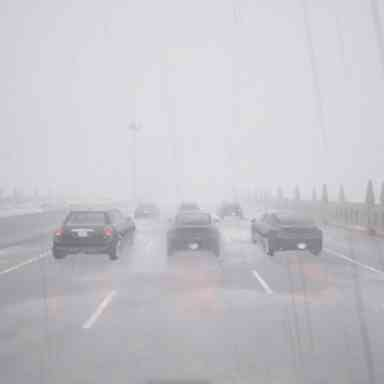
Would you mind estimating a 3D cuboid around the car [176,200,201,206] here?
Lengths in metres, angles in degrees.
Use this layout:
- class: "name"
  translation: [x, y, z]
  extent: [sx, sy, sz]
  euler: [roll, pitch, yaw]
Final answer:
- class: "car"
  translation: [-0.298, 1.486, 28.607]
  extent: [1.837, 1.490, 4.892]
  euler: [0, 0, -1]

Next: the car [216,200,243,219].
- class: "car"
  translation: [3.203, 1.486, 28.685]
  extent: [1.837, 1.490, 4.892]
  euler: [0, 0, -1]

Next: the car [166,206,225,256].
- class: "car"
  translation: [0.035, 1.496, 13.106]
  extent: [1.837, 1.490, 4.892]
  euler: [0, 0, 0]

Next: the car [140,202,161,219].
- class: "car"
  translation: [-3.807, 1.545, 28.896]
  extent: [1.994, 1.385, 4.181]
  euler: [0, 0, -1]

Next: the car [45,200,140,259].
- class: "car"
  translation: [-3.465, 1.345, 12.628]
  extent: [2.097, 1.767, 4.553]
  euler: [0, 0, 0]

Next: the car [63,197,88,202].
- class: "car"
  translation: [-14.911, 1.449, 43.911]
  extent: [1.882, 1.535, 5.008]
  euler: [0, 0, -1]

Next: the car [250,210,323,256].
- class: "car"
  translation: [3.535, 1.496, 13.166]
  extent: [1.837, 1.490, 4.892]
  euler: [0, 0, 0]

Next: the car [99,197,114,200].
- class: "car"
  translation: [-11.415, 1.449, 44.036]
  extent: [1.882, 1.535, 5.008]
  euler: [0, 0, -1]

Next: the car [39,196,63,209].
- class: "car"
  translation: [-18.416, 1.322, 44.131]
  extent: [2.097, 1.767, 4.553]
  euler: [0, 0, -1]
